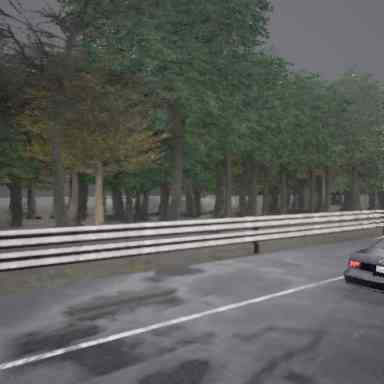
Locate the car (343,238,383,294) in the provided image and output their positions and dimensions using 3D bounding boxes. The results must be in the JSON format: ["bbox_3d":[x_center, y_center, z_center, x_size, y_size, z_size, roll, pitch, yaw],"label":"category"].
[{"bbox_3d":[5.816,1.583,7.963,5.357,1.411,2.033,0,0,-35],"label":"car"}]
